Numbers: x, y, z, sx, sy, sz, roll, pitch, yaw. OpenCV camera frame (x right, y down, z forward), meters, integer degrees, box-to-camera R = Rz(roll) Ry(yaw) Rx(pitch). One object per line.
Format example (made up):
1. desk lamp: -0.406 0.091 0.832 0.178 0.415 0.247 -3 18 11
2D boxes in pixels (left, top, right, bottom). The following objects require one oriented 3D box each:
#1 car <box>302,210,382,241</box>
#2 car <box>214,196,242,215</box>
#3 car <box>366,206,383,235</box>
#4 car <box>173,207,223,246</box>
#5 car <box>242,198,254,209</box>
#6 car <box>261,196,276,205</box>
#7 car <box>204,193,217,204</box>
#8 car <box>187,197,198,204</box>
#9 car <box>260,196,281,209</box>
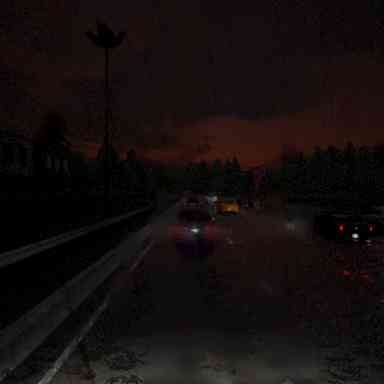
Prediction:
1. car: 7.106 1.600 16.679 1.895 1.301 4.718 0 0 0
2. car: 3.612 1.477 34.502 1.882 1.535 5.008 0 0 0
3. car: 10.607 1.525 18.638 1.812 1.442 4.674 0 0 0
4. car: 0.108 1.547 15.354 2.033 1.411 5.357 0 0 0
5. car: 7.116 1.490 45.163 2.128 1.511 4.902 0 0 0
6. car: 14.120 1.523 61.689 1.812 1.442 4.674 0 0 0
7. car: 3.622 1.217 63.864 2.150 2.045 5.566 0 0 0
8. car: 0.122 1.562 63.150 1.994 1.385 4.181 0 0 0
9. car: 10.620 1.476 45.329 1.882 1.535 5.008 0 0 0
